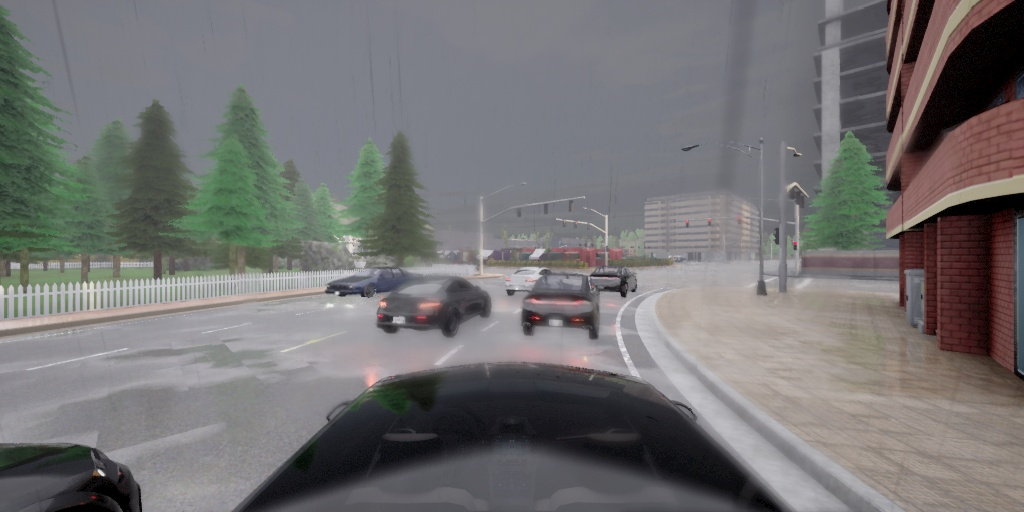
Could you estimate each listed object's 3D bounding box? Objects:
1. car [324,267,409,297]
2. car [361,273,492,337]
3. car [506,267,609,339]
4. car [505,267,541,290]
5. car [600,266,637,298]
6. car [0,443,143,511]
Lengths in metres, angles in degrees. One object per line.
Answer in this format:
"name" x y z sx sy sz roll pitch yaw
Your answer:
"car" -6.870 1.298 18.627 2.033 1.411 5.357 0 0 23
"car" -1.999 1.276 10.294 1.812 1.442 4.674 0 0 13
"car" 1.549 1.242 10.167 2.128 1.511 4.902 0 0 14
"car" 1.243 1.276 18.796 1.812 1.442 4.674 0 0 26
"car" 5.320 1.242 18.788 2.128 1.511 4.902 0 0 28
"car" -3.170 1.314 0.387 1.994 1.385 4.181 0 0 -2
